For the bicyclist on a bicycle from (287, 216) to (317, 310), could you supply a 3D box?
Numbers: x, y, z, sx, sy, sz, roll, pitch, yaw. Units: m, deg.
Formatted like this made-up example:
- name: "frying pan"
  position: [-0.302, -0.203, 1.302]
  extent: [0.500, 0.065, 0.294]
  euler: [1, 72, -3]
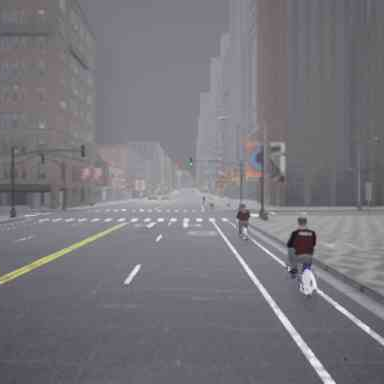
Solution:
- name: "bicyclist on a bicycle"
  position: [2.250, 1.380, 6.976]
  extent: [0.659, 1.776, 1.843]
  euler: [0, 0, 0]

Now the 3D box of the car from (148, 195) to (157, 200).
- name: "car"
  position: [-9.747, 1.349, 82.856]
  extent: [1.994, 1.385, 4.181]
  euler: [0, 0, 0]

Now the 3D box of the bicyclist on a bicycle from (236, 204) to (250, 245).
- name: "bicyclist on a bicycle"
  position: [2.251, 1.392, 14.735]
  extent: [0.659, 1.776, 1.843]
  euler: [0, 0, 0]

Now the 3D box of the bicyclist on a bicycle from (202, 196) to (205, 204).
- name: "bicyclist on a bicycle"
  position: [2.252, 1.509, 62.833]
  extent: [0.659, 1.776, 1.843]
  euler: [0, 0, 0]

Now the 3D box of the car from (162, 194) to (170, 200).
- name: "car"
  position: [-6.497, 1.296, 82.856]
  extent: [1.837, 1.490, 4.892]
  euler: [0, 0, 0]

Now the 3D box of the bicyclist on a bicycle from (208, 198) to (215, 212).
- name: "bicyclist on a bicycle"
  position: [2.255, 1.501, 38.038]
  extent: [0.866, 1.612, 1.509]
  euler: [0, 0, 0]
